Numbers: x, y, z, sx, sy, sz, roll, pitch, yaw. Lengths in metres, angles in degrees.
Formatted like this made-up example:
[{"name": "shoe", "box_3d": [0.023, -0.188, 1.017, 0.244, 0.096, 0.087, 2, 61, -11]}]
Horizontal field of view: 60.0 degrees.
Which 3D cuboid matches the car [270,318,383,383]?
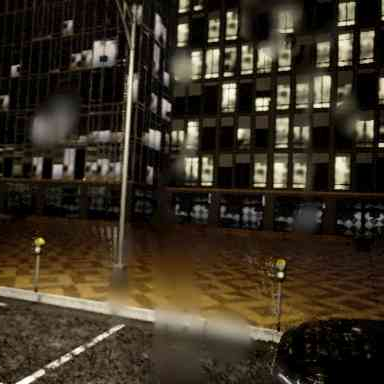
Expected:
[{"name": "car", "box_3d": [3.222, 1.827, 3.040, 4.892, 1.490, 1.837, 1, -3, 20]}]
